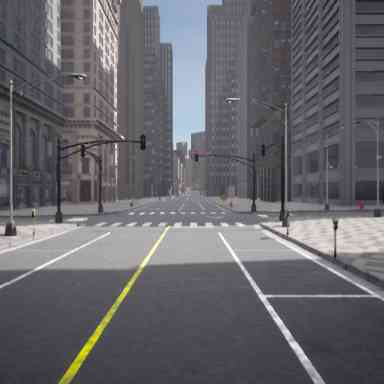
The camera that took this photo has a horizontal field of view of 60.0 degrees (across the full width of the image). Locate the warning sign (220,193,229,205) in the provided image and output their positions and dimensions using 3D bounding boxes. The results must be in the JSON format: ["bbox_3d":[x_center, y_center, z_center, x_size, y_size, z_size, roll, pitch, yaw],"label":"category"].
[{"bbox_3d":[5.071,1.137,52.617,1.300,1.860,1.060,0,0,0],"label":"warning sign"}]
